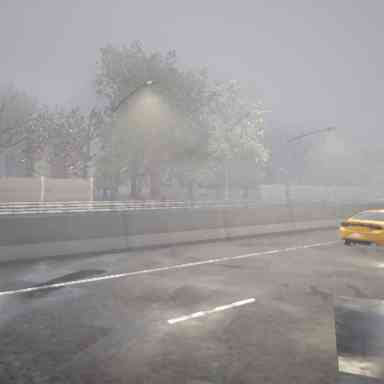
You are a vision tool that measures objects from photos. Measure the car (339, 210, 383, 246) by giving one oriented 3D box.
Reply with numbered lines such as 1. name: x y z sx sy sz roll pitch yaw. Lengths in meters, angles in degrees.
1. car: 8.269 1.484 14.067 5.008 1.535 1.882 0 0 -35
